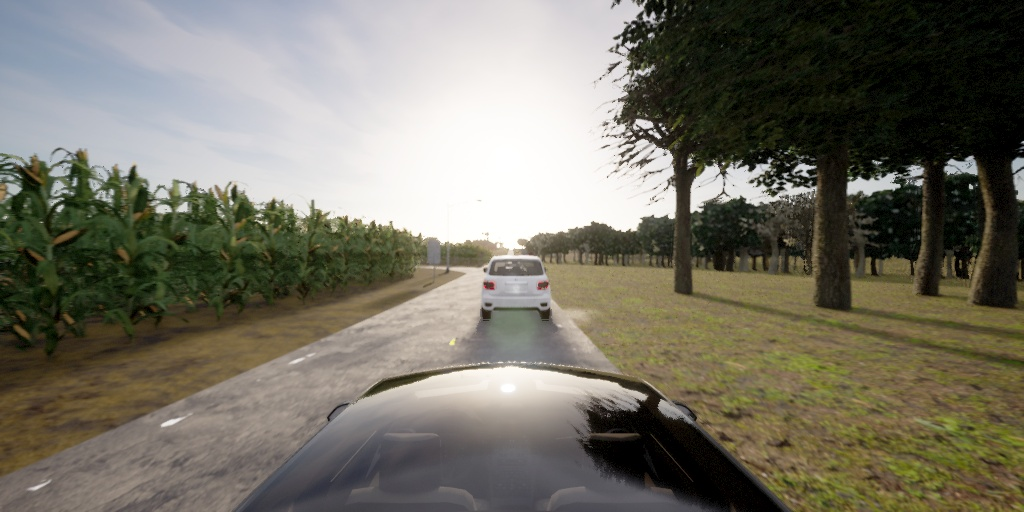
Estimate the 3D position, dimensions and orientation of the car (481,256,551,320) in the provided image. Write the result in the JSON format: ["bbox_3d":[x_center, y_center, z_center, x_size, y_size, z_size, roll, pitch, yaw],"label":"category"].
[{"bbox_3d":[0.110,0.999,12.917,2.150,2.045,5.566,0,0,0],"label":"car"}]
